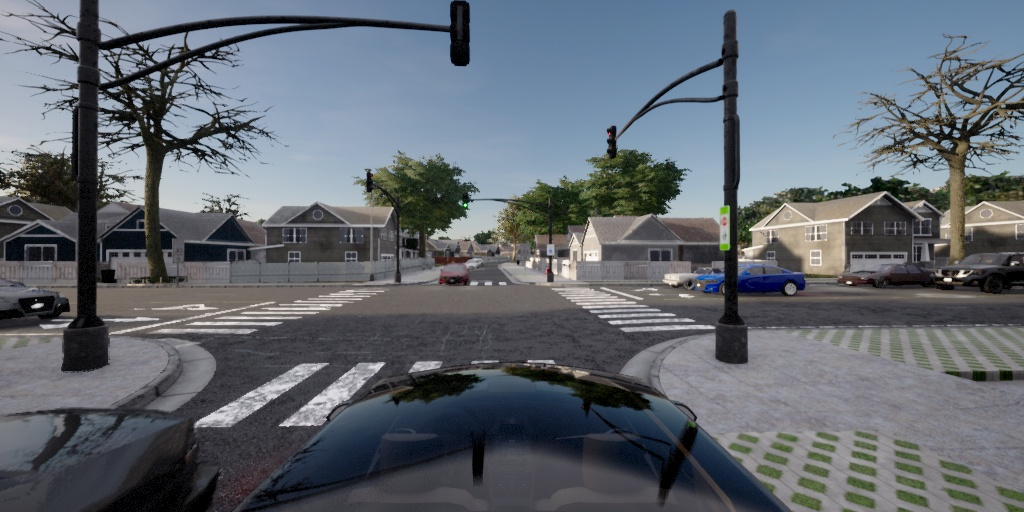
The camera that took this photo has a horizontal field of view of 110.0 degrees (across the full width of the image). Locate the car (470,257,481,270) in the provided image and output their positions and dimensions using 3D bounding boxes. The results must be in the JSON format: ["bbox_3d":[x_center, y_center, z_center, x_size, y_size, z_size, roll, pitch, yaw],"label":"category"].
[{"bbox_3d":[-5.960,1.295,53.175,1.812,1.442,4.674,0,1,-4],"label":"car"}]

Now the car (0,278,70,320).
[{"bbox_3d":[-15.377,1.226,10.034,4.181,1.385,1.994,0,0,-2],"label":"car"}]

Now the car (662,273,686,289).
[{"bbox_3d":[11.481,1.307,21.118,4.718,1.301,1.895,0,0,-2],"label":"car"}]

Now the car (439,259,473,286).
[{"bbox_3d":[-4.004,1.268,25.473,1.882,1.535,5.008,0,1,-4],"label":"car"}]

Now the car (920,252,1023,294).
[{"bbox_3d":[25.052,0.822,18.431,5.566,2.045,2.150,-1,0,-2],"label":"car"}]

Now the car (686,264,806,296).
[{"bbox_3d":[11.741,1.160,17.876,5.008,1.535,1.882,0,0,-2],"label":"car"}]

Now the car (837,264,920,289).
[{"bbox_3d":[22.848,1.190,21.593,5.357,1.411,2.033,0,0,-2],"label":"car"}]
